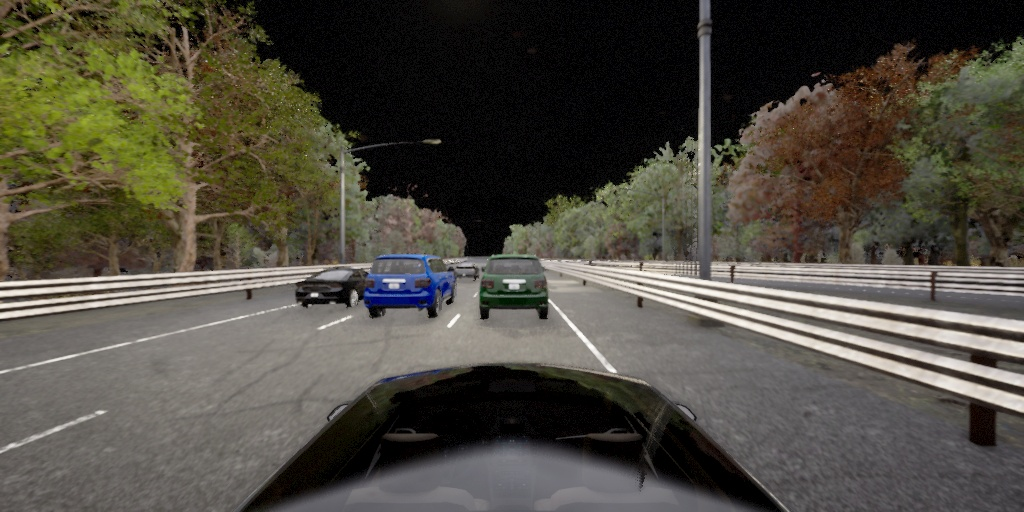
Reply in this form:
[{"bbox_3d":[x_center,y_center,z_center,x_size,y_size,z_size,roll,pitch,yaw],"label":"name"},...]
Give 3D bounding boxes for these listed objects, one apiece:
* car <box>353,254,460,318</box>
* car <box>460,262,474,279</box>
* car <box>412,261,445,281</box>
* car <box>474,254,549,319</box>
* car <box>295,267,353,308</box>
[{"bbox_3d":[-3.459,0.965,13.121,2.150,2.045,5.566,0,0,0],"label":"car"},{"bbox_3d":[-3.691,1.236,29.829,2.128,1.511,4.902,0,0,-1],"label":"car"},{"bbox_3d":[-7.225,1.224,31.509,1.882,1.535,5.008,0,0,-1],"label":"car"},{"bbox_3d":[0.043,0.964,12.945,2.150,2.045,5.566,0,0,0],"label":"car"},{"bbox_3d":[-6.979,1.222,15.113,1.882,1.535,5.008,0,0,-1],"label":"car"}]
